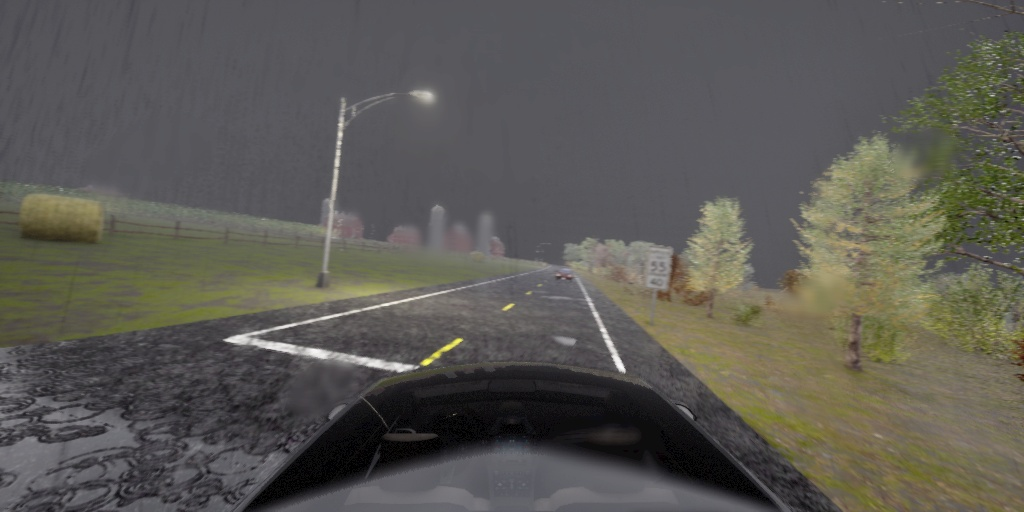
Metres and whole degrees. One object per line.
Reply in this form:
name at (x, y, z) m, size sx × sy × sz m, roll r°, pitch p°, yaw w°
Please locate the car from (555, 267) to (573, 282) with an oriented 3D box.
car at (5.925, 2.174, 40.731) m, size 1.895 × 1.301 × 4.718 m, roll 6°, pitch 0°, yaw 9°
